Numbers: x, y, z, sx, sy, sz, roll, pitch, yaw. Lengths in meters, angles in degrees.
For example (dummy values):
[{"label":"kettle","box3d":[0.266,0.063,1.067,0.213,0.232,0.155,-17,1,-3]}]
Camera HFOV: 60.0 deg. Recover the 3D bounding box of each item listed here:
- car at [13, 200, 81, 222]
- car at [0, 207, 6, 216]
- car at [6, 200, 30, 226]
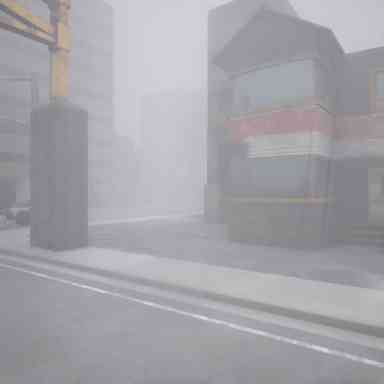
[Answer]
[{"label":"car","box3d":[-9.753,1.240,22.816,1.853,1.218,4.536,0,0,15]},{"label":"car","box3d":[-12.924,1.234,25.466,4.536,1.218,1.853,0,0,-30]},{"label":"car","box3d":[-9.766,1.398,22.767,2.038,1.542,4.974,0,0,15]}]
